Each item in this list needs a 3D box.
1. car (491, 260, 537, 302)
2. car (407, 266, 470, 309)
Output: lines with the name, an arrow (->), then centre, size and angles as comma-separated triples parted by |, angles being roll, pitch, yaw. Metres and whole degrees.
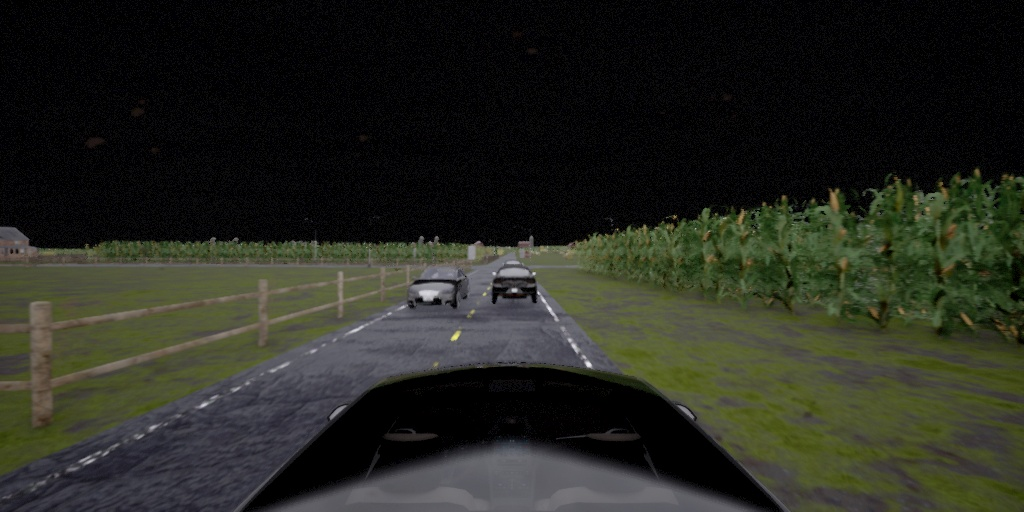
car -> 0.100, 1.156, 16.413 | 1.882, 1.535, 5.008 | 0, 1, 0
car -> -2.850, 1.179, 14.665 | 2.128, 1.511, 4.902 | 0, 0, 0
